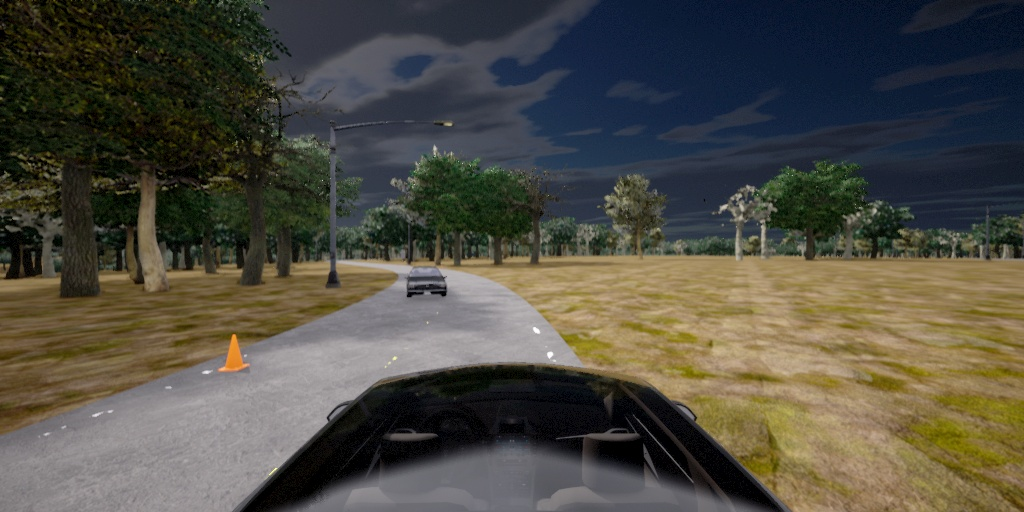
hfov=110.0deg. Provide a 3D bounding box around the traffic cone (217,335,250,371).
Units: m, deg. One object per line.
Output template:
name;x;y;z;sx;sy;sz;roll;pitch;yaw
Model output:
traffic cone;-4.903;1.686;6.330;0.340;0.580;0.340;0;0;-2

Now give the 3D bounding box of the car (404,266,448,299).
car;-4.399;1.228;18.177;2.033;1.411;5.357;0;0;-16
